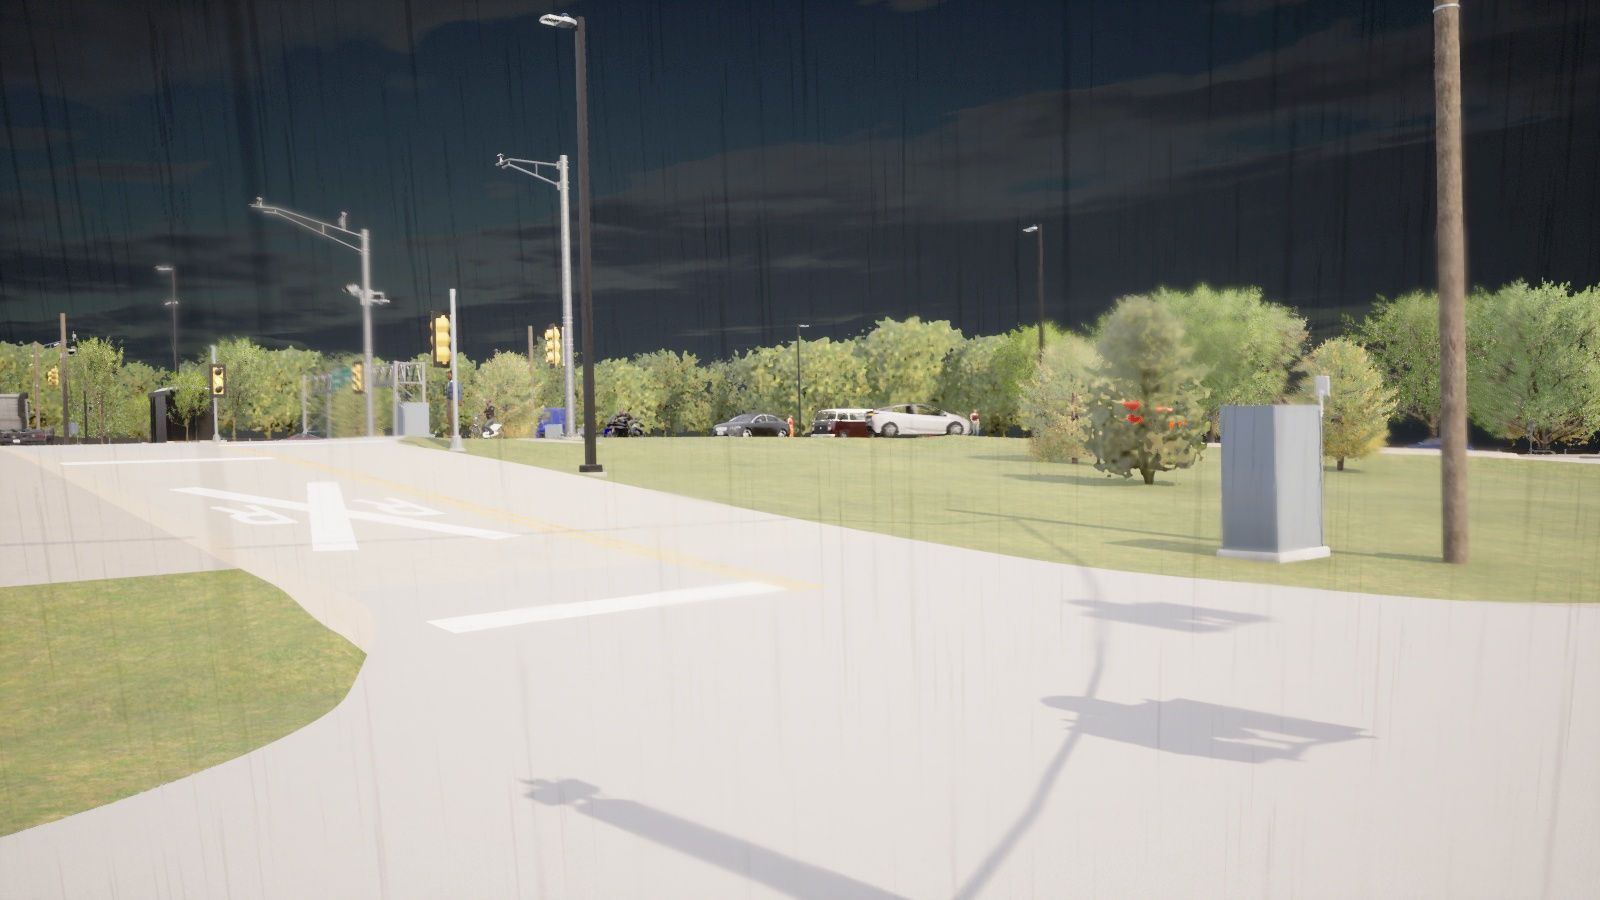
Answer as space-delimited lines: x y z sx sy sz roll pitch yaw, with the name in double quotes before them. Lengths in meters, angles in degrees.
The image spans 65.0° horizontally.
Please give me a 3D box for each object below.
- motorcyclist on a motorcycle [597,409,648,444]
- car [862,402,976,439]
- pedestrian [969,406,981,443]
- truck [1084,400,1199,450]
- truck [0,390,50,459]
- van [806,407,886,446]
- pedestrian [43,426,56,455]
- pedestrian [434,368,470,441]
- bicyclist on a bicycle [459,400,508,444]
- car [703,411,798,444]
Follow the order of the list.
"motorcyclist on a motorcycle" -7.994 -1.046 56.679 0.866 1.530 2.191 -1 -1 44
"car" 5.072 -1.270 53.992 4.514 1.525 2.007 0 0 -9
"pedestrian" 8.893 -1.296 63.837 0.345 1.836 0.594 -2 1 -15
"truck" 17.644 -1.309 65.039 2.627 2.467 5.204 0 2 -37
"truck" -42.450 -1.260 66.999 2.891 3.462 7.936 -2 1 -39
"van" 2.606 -1.298 70.299 2.069 2.038 4.480 -1 -1 43
"pedestrian" -48.970 -0.600 81.936 0.540 1.848 0.694 -2 1 -41
"pedestrian" -9.453 -1.231 34.093 0.788 1.949 0.423 -2 1 -39
"bicyclist on a bicycle" -13.019 -1.156 51.704 1.843 1.776 0.659 -1 0 -43
"car" -2.430 -1.098 62.692 2.128 1.511 4.902 -1 -1 36
